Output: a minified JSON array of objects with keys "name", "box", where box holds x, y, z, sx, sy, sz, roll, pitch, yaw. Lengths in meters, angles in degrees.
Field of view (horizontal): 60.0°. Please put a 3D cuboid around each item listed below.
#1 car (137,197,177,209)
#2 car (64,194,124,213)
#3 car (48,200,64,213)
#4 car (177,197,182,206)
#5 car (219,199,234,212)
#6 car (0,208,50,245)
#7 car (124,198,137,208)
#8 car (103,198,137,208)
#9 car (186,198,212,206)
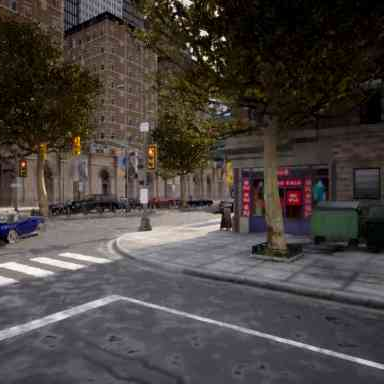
[{"name":"car","box":[-4.602,1.478,44.403,1.882,1.535,5.008,0,0,36]},{"name":"car","box":[-10.501,1.221,36.206,2.150,2.045,5.566,0,0,36]},{"name":"car","box":[-13.767,1.547,37.656,2.033,1.411,5.357,0,0,36]},{"name":"car","box":[-2.283,1.564,53.607,1.994,1.385,4.181,0,0,36]},{"name":"car","box":[4.855,1.492,37.698,2.128,1.511,4.902,0,0,36]},{"name":"car","box":[-8.631,1.601,15.597,1.895,1.301,4.718,0,0,-2]},{"name":"car","box":[-8.147,1.526,45.449,1.812,1.442,4.674,0,0,36]},{"name":"car","box":[-10.282,1.595,47.897,1.895,1.301,4.718,0,0,36]},{"name":"car","box":[1.411,1.601,52.743,1.895,1.301,4.718,0,0,36]}]
